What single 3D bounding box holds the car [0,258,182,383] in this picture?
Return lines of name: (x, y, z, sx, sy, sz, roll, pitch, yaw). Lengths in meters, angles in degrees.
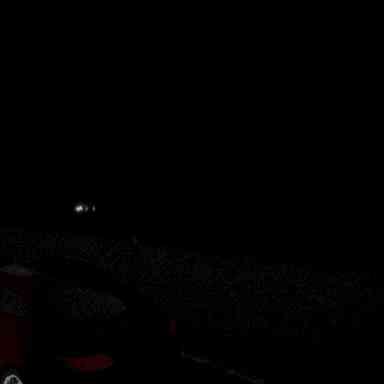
car: (-2.051, 1.551, 4.329, 4.206, 1.307, 1.802, 1, 0, 36)
